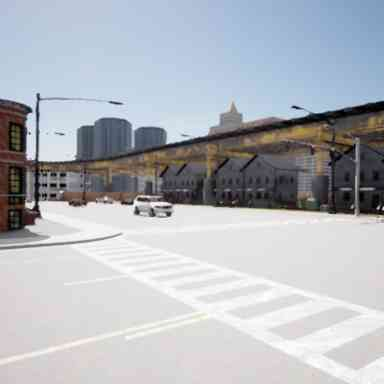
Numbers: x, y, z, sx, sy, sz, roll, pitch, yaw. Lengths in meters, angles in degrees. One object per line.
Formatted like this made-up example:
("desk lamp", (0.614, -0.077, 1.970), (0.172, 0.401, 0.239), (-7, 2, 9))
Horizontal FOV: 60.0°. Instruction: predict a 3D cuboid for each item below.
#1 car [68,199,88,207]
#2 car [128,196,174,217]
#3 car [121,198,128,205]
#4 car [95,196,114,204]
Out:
("car", (-18.603, 1.781, 54.289), (1.895, 1.301, 4.718), (1, 0, -35))
("car", (-3.990, 1.402, 33.651), (2.150, 2.045, 5.566), (1, 0, -35))
("car", (-11.846, 1.863, 62.922), (1.994, 1.385, 4.181), (1, 0, -38))
("car", (-18.438, 1.674, 70.036), (4.674, 1.442, 1.812), (0, 0, 37))
